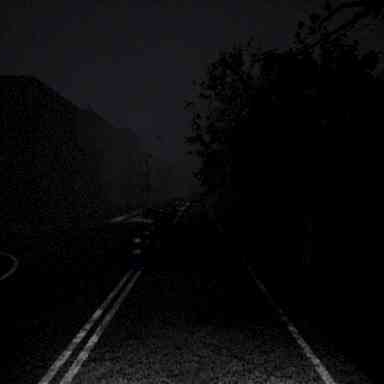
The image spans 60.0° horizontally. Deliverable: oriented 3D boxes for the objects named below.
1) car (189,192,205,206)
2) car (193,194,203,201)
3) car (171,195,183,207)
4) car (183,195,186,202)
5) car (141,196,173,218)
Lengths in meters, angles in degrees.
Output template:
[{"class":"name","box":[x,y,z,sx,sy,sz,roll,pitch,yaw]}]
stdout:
[{"class":"car","box":[0.795,1.031,49.029,2.150,2.045,5.566,0,0,1]},{"class":"car","box":[1.252,1.186,72.060,2.033,1.411,5.357,0,1,1]},{"class":"car","box":[-2.717,1.334,45.889,1.837,1.490,4.892,0,0,2]},{"class":"car","box":[-2.173,1.305,64.666,1.895,1.301,4.718,0,0,1]},{"class":"car","box":[-3.127,1.400,29.329,1.882,1.535,5.008,0,0,3]}]
